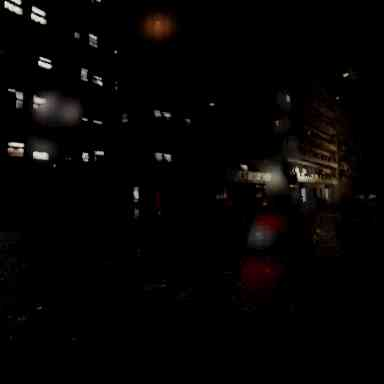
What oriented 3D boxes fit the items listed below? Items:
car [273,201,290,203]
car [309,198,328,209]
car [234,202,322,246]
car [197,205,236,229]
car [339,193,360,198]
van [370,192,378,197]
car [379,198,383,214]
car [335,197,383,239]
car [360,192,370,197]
[{"bbox_3d":[8.066,1.492,30.145,2.008,1.369,4.403,-1,0,36],"label":"car"},{"bbox_3d":[14.733,1.419,39.305,1.947,1.339,4.313,-1,0,36],"label":"car"},{"bbox_3d":[4.008,1.395,14.791,1.837,1.490,4.892,-2,-1,36],"label":"car"},{"bbox_3d":[2.048,1.568,22.030,1.887,1.381,4.507,-1,0,36],"label":"car"},{"bbox_3d":[24.726,1.040,53.046,2.192,1.841,5.009,-2,0,36],"label":"car"},{"bbox_3d":[41.393,0.863,75.946,1.690,1.788,3.998,-2,-1,36],"label":"van"},{"bbox_3d":[18.172,1.221,29.795,1.947,1.339,4.313,-2,0,36],"label":"car"},{"bbox_3d":[8.262,1.225,15.993,1.967,1.590,4.097,-2,0,36],"label":"car"},{"bbox_3d":[31.398,1.192,62.204,2.008,1.369,4.403,-2,0,36],"label":"car"}]
